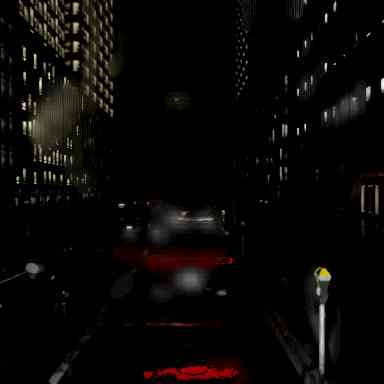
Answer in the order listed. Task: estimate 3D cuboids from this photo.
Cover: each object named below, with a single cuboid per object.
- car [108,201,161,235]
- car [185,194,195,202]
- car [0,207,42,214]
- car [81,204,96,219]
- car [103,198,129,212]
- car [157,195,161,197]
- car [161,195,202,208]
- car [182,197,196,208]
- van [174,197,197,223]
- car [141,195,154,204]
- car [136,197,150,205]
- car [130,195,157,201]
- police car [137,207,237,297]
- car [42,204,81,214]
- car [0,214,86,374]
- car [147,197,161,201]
[{"bbox_3d":[-3.099,1.503,18.931,1.837,1.490,4.892,0,0,0],"label":"car"},{"bbox_3d":[-0.465,1.298,77.509,2.192,1.841,5.009,-1,0,0],"label":"car"},{"bbox_3d":[-8.843,1.542,14.989,1.887,1.381,4.507,-1,0,0],"label":"car"},{"bbox_3d":[-8.843,1.577,26.356,1.802,1.307,4.206,-1,0,0],"label":"car"},{"bbox_3d":[-8.844,1.544,37.723,2.008,1.369,4.403,-1,0,0],"label":"car"},{"bbox_3d":[-8.843,1.509,77.339,1.752,1.417,4.829,-1,0,0],"label":"car"},{"bbox_3d":[-0.465,1.311,20.672,2.192,1.841,5.009,-1,0,0],"label":"car"},{"bbox_3d":[-0.463,1.541,49.090,2.008,1.369,4.403,-1,0,0],"label":"car"},{"bbox_3d":[-0.465,1.336,26.356,1.690,1.788,3.998,-1,0,0],"label":"van"},{"bbox_3d":[-8.845,1.426,66.141,1.967,1.590,4.097,-1,0,0],"label":"car"},{"bbox_3d":[-8.843,1.570,60.458,1.802,1.307,4.206,-1,0,0],"label":"car"},{"bbox_3d":[-6.189,1.343,42.758,2.097,1.767,4.553,0,0,1],"label":"car"},{"bbox_3d":[-0.012,1.423,8.762,1.930,1.638,5.238,0,0,0],"label":"police car"},{"bbox_3d":[-8.844,1.547,20.672,2.008,1.369,4.403,-1,0,0],"label":"car"},{"bbox_3d":[-3.146,1.351,4.180,2.097,1.767,4.553,0,0,0],"label":"car"},{"bbox_3d":[-3.097,1.559,34.158,1.994,1.385,4.181,0,0,0],"label":"car"}]
